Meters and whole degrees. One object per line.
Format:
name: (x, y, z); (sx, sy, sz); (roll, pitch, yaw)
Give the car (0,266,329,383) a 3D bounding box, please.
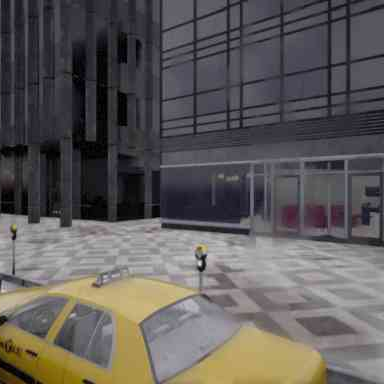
car: (-1.050, 1.525, 3.711); (4.829, 1.417, 1.752); (0, 0, 35)
